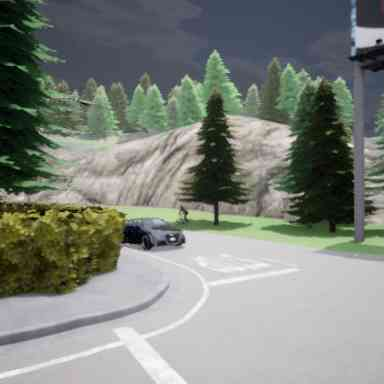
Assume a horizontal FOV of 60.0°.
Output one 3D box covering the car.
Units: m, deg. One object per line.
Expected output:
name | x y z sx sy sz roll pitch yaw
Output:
car | -2.133 1.980 16.675 1.994 1.385 4.181 1 -1 -40

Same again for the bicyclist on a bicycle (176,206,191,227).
bicyclist on a bicycle | -0.681 1.884 26.120 0.582 1.620 1.656 2 4 45
